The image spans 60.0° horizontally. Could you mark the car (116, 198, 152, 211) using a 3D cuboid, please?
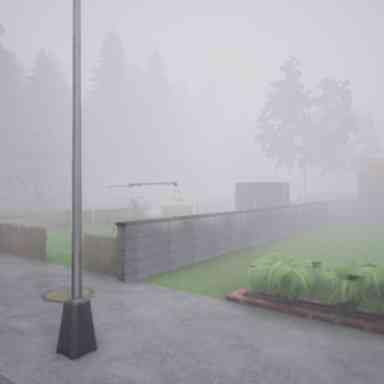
[{"bbox_3d":[-6.825,1.511,39.162,1.837,1.490,4.892,0,0,36],"label":"car"}]

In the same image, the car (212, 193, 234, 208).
[{"bbox_3d":[5.024,1.224,48.613,2.150,2.045,5.566,0,0,36],"label":"car"}]

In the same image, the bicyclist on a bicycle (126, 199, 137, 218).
[{"bbox_3d":[-4.911,1.353,27.418,1.656,1.620,0.582,0,0,36],"label":"bicyclist on a bicycle"}]
